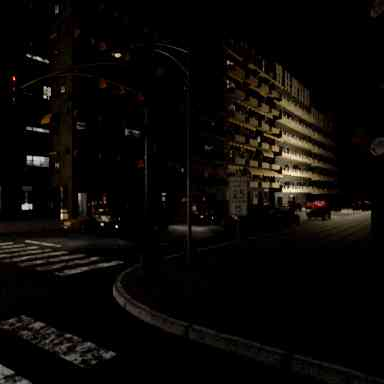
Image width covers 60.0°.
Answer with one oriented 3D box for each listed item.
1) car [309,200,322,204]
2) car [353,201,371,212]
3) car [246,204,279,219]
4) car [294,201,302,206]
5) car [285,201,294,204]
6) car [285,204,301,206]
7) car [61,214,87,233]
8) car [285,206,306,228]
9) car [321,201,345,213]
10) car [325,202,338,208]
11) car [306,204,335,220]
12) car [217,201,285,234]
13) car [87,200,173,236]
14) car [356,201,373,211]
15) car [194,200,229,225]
[{"bbox_3d":[23.044,2.771,63.887,1.887,1.381,4.507,-1,-2,35],"label":"car"},{"bbox_3d":[29.925,2.523,59.170,2.192,1.841,5.009,-1,-2,35],"label":"car"},{"bbox_3d":[8.097,2.192,37.857,1.837,1.490,4.892,0,-1,35],"label":"car"},{"bbox_3d":[16.567,2.341,54.598,2.192,1.841,5.009,-1,-2,35],"label":"car"},{"bbox_3d":[13.233,2.447,49.806,1.752,1.417,4.829,-1,-2,35],"label":"car"},{"bbox_3d":[9.115,2.230,33.742,1.895,1.301,4.718,0,-1,35],"label":"car"},{"bbox_3d":[-6.192,1.834,21.924,1.752,1.417,4.829,-1,-2,35],"label":"car"},{"bbox_3d":[7.265,2.044,26.636,1.887,1.381,4.507,-1,-2,35],"label":"car"},{"bbox_3d":[22.558,2.551,53.039,1.837,1.490,4.892,0,-2,35],"label":"car"},{"bbox_3d":[32.756,3.067,77.828,1.887,1.381,4.507,-1,-2,35],"label":"car"},{"bbox_3d":[13.740,2.284,35.929,1.802,1.307,4.206,-1,-2,35],"label":"car"},{"bbox_3d":[4.026,1.712,21.996,2.192,1.841,5.009,-1,-2,35],"label":"car"},{"bbox_3d":[-3.526,1.541,21.198,2.150,2.045,5.566,0,-1,35],"label":"car"},{"bbox_3d":[33.163,2.622,63.818,2.192,1.841,5.009,-1,-2,35],"label":"car"},{"bbox_3d":[2.376,1.729,29.671,2.150,2.045,5.566,0,-1,34],"label":"car"}]
